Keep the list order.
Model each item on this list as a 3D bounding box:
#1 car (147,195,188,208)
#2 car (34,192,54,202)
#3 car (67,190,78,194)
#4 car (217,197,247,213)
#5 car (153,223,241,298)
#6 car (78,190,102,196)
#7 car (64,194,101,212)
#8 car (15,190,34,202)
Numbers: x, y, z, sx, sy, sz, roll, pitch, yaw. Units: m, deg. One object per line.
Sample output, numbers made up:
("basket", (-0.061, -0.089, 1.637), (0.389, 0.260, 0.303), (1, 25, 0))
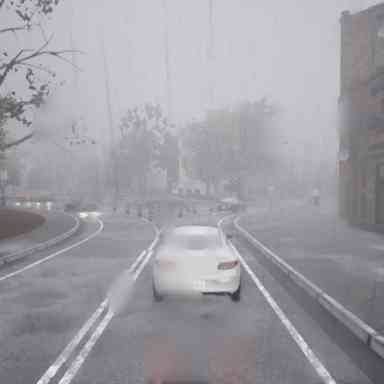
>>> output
("car", (-2.728, 1.076, 38.110), (4.892, 1.490, 1.837), (0, 3, -3))
("car", (-22.402, 0.751, 50.952), (1.837, 1.490, 4.892), (-2, 2, -16))
("car", (-23.796, 0.354, 68.431), (1.994, 1.385, 4.181), (1, 2, 30))
("car", (4.004, 1.223, 32.943), (1.812, 1.442, 4.674), (1, 2, 27))
("car", (0.106, 1.516, 8.384), (1.812, 1.442, 4.674), (0, 0, 0))
("car", (-20.398, 0.369, 67.749), (1.994, 1.385, 4.181), (1, 2, 30))
("car", (-11.246, 1.248, 33.662), (1.994, 1.385, 4.181), (-1, 2, -44))
("car", (-26.039, 0.560, 52.353), (2.097, 1.767, 4.553), (0, 2, -9))
